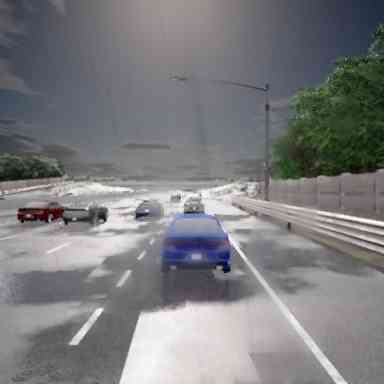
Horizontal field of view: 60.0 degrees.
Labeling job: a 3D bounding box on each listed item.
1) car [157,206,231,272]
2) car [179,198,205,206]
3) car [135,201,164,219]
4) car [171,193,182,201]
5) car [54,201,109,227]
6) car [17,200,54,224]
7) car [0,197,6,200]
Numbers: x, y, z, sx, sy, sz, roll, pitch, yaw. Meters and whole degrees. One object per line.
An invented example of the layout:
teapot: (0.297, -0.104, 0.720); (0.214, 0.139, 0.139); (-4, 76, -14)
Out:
car: (0.116, 1.441, 10.722); (1.882, 1.535, 5.008); (0, 0, 0)
car: (0.193, 1.351, 29.310); (2.033, 1.411, 5.357); (0, 1, 0)
car: (-3.418, 1.385, 27.355); (1.994, 1.385, 4.181); (0, 0, 0)
car: (-3.142, 0.977, 65.710); (2.128, 1.511, 4.902); (0, 0, 0)
car: (-6.845, 1.361, 21.858); (2.128, 1.511, 4.902); (0, 1, 0)
car: (-10.337, 1.332, 23.513); (1.882, 1.535, 5.008); (0, 1, 0)
car: (-20.909, 1.236, 34.457); (1.882, 1.535, 5.008); (0, 0, 1)
